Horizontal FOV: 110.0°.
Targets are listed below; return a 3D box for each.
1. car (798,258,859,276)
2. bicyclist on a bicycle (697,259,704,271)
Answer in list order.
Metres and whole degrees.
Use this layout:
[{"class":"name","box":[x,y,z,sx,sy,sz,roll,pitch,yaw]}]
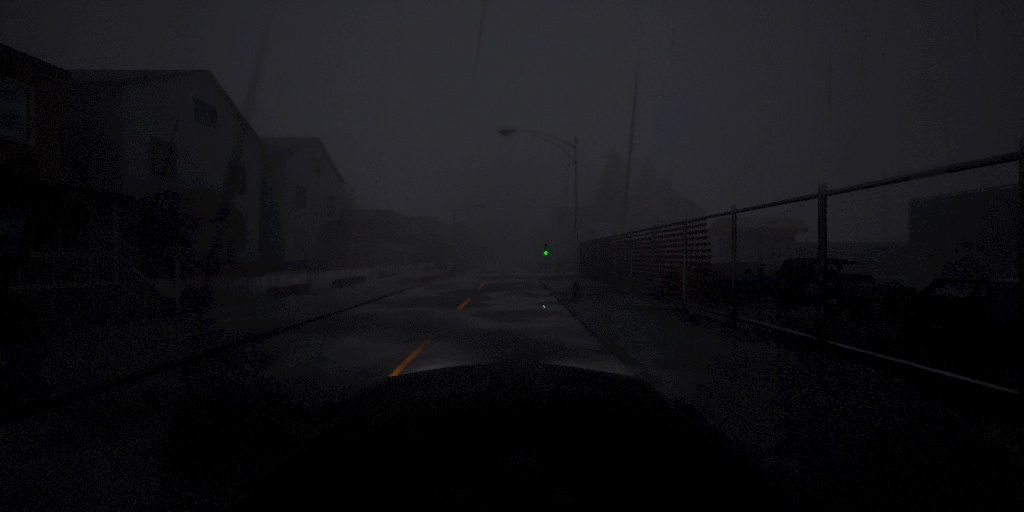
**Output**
[{"class":"car","box":[36.946,1.261,41.894,4.892,1.490,1.837,0,0,0]},{"class":"bicyclist on a bicycle","box":[17.743,1.098,33.604,0.582,1.620,1.656,0,0,0]}]
